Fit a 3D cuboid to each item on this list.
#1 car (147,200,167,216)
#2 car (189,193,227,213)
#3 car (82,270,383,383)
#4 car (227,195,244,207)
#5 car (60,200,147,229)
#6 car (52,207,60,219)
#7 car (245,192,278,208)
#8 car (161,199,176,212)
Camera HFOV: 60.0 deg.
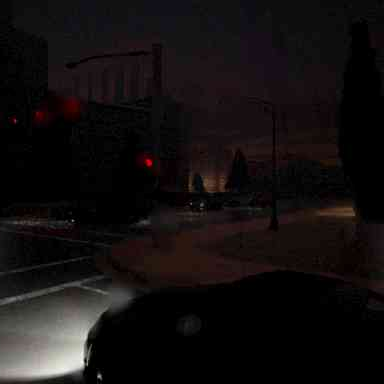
[{"bbox_3d":[-4.641,1.601,29.119,1.895,1.301,4.718,0,0,36],"label":"car"},{"bbox_3d":[1.598,1.352,37.712,2.097,1.767,4.553,0,0,36],"label":"car"},{"bbox_3d":[0.785,1.564,3.441,4.181,1.385,1.994,0,0,35],"label":"car"},{"bbox_3d":[4.964,1.547,48.273,2.033,1.411,5.357,0,0,36],"label":"car"},{"bbox_3d":[-5.594,1.491,21.611,2.128,1.511,4.902,0,0,37],"label":"car"},{"bbox_3d":[-9.444,1.477,28.478,1.882,1.535,5.008,0,0,36],"label":"car"},{"bbox_3d":[10.615,1.223,50.045,2.150,2.045,5.566,0,0,37],"label":"car"},{"bbox_3d":[-3.741,1.506,36.313,1.837,1.490,4.892,0,0,36],"label":"car"}]
